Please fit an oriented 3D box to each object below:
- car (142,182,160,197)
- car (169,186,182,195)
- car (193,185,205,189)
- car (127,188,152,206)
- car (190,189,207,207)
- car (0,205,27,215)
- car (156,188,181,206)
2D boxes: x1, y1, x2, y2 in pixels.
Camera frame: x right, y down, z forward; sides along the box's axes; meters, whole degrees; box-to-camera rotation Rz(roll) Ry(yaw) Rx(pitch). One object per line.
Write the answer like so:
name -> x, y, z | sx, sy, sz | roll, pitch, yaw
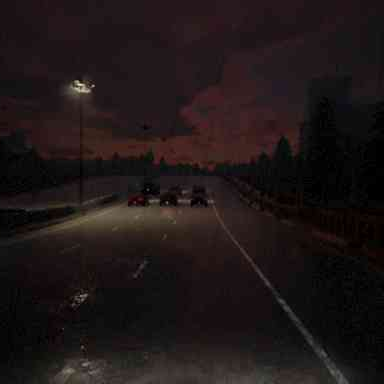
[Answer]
car -> -6.030, -0.488, 48.431 | 2.150, 2.045, 5.566 | 0, 6, 1
car -> -2.513, -0.240, 49.250 | 1.994, 1.385, 4.181 | 0, 6, 1
car -> 0.968, -0.212, 48.272 | 2.128, 1.511, 4.902 | 0, 6, 1
car -> -6.199, 0.782, 38.619 | 1.812, 1.442, 4.674 | 0, 5, 1
car -> 0.778, 0.815, 38.086 | 1.812, 1.442, 4.674 | 0, 5, 1
car -> -13.585, 1.647, 23.257 | 1.895, 1.301, 4.718 | 0, 1, 1
car -> -2.696, 0.731, 38.931 | 1.837, 1.490, 4.892 | 0, 5, 1
